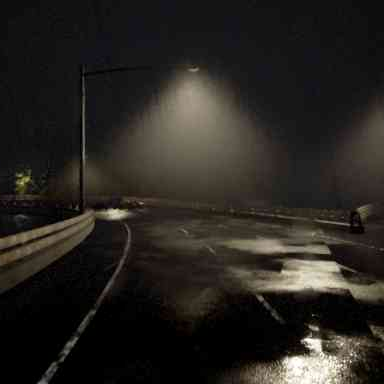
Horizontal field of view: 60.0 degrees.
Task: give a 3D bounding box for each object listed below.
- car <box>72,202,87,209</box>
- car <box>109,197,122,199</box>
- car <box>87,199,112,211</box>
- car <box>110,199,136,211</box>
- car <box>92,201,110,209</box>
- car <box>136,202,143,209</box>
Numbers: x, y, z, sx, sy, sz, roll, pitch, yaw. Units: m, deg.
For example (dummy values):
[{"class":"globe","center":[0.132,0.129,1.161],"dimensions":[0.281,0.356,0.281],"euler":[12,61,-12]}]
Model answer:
[{"class":"car","center":[-21.412,2.535,63.603],"dimensions":[1.994,1.385,4.181],"euler":[0,-1,-39]},{"class":"car","center":[-15.996,2.055,68.054],"dimensions":[2.150,2.045,5.566],"euler":[0,-1,-39]},{"class":"car","center":[-15.104,2.316,54.140],"dimensions":[1.837,1.490,4.892],"euler":[0,-1,-30]},{"class":"car","center":[-11.606,2.291,55.082],"dimensions":[2.128,1.511,4.902],"euler":[0,-1,-30]},{"class":"car","center":[-17.774,2.525,64.568],"dimensions":[1.994,1.385,4.181],"euler":[0,-1,-37]},{"class":"car","center":[-10.483,2.423,60.037],"dimensions":[1.994,1.385,4.181],"euler":[0,-1,-34]}]
